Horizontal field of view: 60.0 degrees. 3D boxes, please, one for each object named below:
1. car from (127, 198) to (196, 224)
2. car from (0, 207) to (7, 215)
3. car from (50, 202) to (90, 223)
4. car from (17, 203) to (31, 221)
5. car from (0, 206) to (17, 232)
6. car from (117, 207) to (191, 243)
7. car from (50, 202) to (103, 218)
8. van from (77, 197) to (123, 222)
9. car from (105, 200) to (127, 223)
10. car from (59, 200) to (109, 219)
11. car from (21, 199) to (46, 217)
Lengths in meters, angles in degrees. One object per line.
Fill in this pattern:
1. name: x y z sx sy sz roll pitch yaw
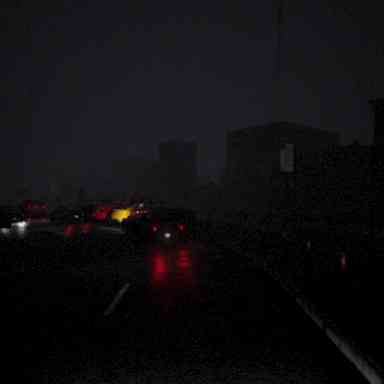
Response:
1. car: -1.894 1.467 23.599 4.553 1.767 2.185 0 -1 -39
2. car: -32.346 3.220 55.308 1.895 1.301 4.718 0 -3 -38
3. car: -10.620 1.819 28.297 1.812 1.442 4.674 0 -1 -38
4. car: -16.916 1.998 30.800 2.033 1.411 5.357 0 -2 -38
5. car: -12.748 1.392 17.602 5.566 2.045 2.435 0 -1 -39
6. car: -2.082 1.656 16.735 1.895 1.301 4.718 0 0 -27
7. car: -13.074 2.012 37.824 5.366 1.575 1.946 0 -2 -39
8. van: -9.588 1.619 32.997 4.442 1.987 1.878 0 -1 -39
9. car: -3.782 1.647 25.972 5.008 1.535 2.097 0 -1 -39
10. car: -11.420 1.800 35.416 4.553 1.767 2.185 0 -2 -39
11. car: -18.601 1.886 38.302 2.150 2.045 5.566 0 -2 -39
